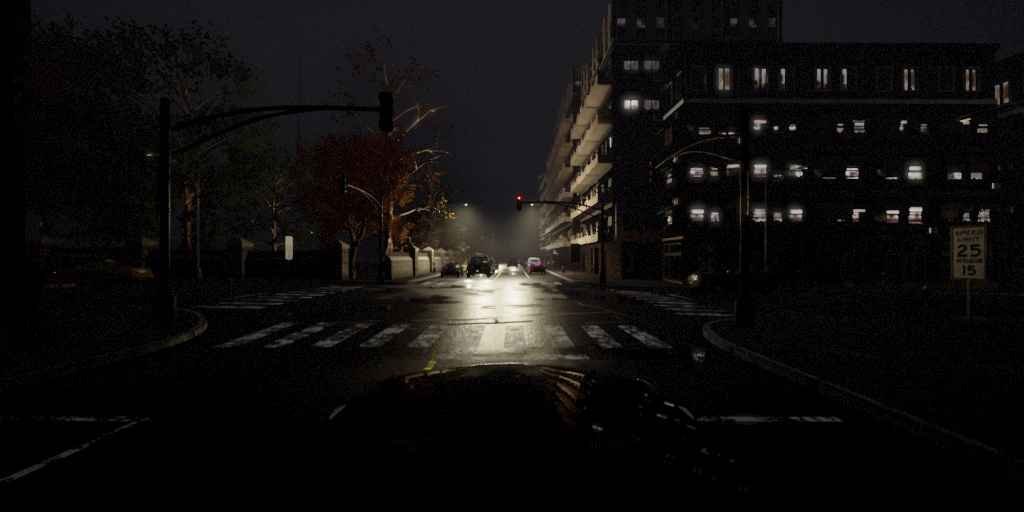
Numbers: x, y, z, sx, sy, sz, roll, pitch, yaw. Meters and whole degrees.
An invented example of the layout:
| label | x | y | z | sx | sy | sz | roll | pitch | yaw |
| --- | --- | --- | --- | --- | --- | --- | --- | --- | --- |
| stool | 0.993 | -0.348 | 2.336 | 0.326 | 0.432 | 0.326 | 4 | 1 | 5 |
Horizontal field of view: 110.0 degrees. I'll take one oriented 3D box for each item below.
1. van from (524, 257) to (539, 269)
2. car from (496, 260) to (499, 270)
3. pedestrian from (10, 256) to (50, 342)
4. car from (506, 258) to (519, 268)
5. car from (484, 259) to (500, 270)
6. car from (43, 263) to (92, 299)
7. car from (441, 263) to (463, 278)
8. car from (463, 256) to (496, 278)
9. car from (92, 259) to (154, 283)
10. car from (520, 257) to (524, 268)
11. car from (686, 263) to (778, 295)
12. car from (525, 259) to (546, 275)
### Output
| label | x | y | z | sx | sy | sz | roll | pitch | yaw |
| --- | --- | --- | --- | --- | --- | --- | --- | --- | --- |
| van | 2.758 | 1.115 | 45.623 | 1.690 | 1.789 | 3.998 | 0 | 0 | 0 |
| car | -3.032 | 1.321 | 44.914 | 2.033 | 1.411 | 5.357 | 0 | 0 | 0 |
| pedestrian | -10.093 | 0.849 | 7.455 | 0.375 | 1.860 | 0.375 | 0 | 0 | 0 |
| car | 0.093 | 1.302 | 62.667 | 1.837 | 1.490 | 4.892 | 0 | 0 | 0 |
| car | -3.008 | 1.277 | 55.013 | 2.128 | 1.511 | 4.902 | 0 | 0 | 0 |
| car | -18.945 | 1.007 | 13.365 | 4.207 | 1.307 | 1.802 | 0 | 0 | 0 |
| car | -5.640 | 1.329 | 34.376 | 1.948 | 1.339 | 4.313 | 0 | 0 | 0 |
| car | -3.036 | 0.985 | 34.662 | 2.150 | 2.045 | 5.566 | 0 | 0 | 1 |
| car | -24.713 | 0.883 | 21.700 | 4.829 | 1.417 | 1.751 | 0 | 0 | 0 |
| car | 2.775 | 1.228 | 56.884 | 1.967 | 1.591 | 4.097 | 0 | 0 | 0 |
| car | 13.480 | 1.352 | 22.005 | 5.009 | 1.841 | 2.192 | 0 | 0 | 0 |
| car | 2.749 | 1.313 | 39.993 | 1.888 | 1.381 | 4.507 | 0 | 0 | 0 |
